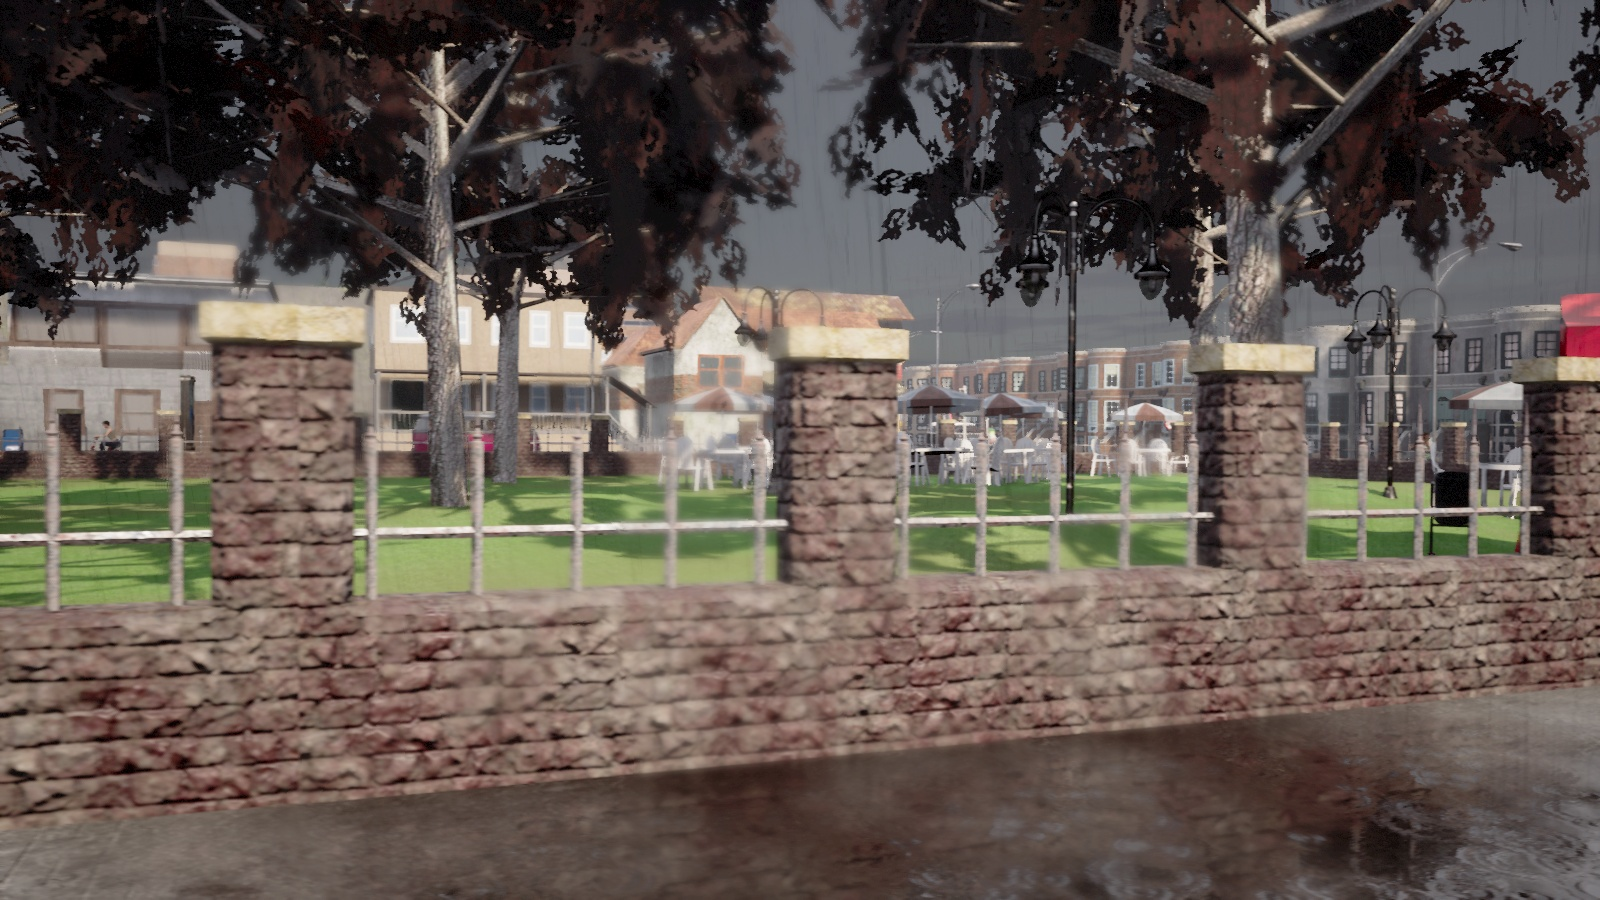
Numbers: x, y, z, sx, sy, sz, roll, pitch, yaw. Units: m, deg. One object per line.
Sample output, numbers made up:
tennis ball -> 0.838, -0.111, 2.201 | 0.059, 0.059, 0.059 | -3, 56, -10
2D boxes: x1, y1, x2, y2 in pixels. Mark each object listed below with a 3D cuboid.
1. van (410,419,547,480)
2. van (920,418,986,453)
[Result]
van -> -11.181, -0.051, 43.659 | 4.442, 1.987, 1.775 | -1, 1, -21
van -> 9.253, -0.896, 76.301 | 2.069, 2.038, 4.480 | -1, 1, -21
